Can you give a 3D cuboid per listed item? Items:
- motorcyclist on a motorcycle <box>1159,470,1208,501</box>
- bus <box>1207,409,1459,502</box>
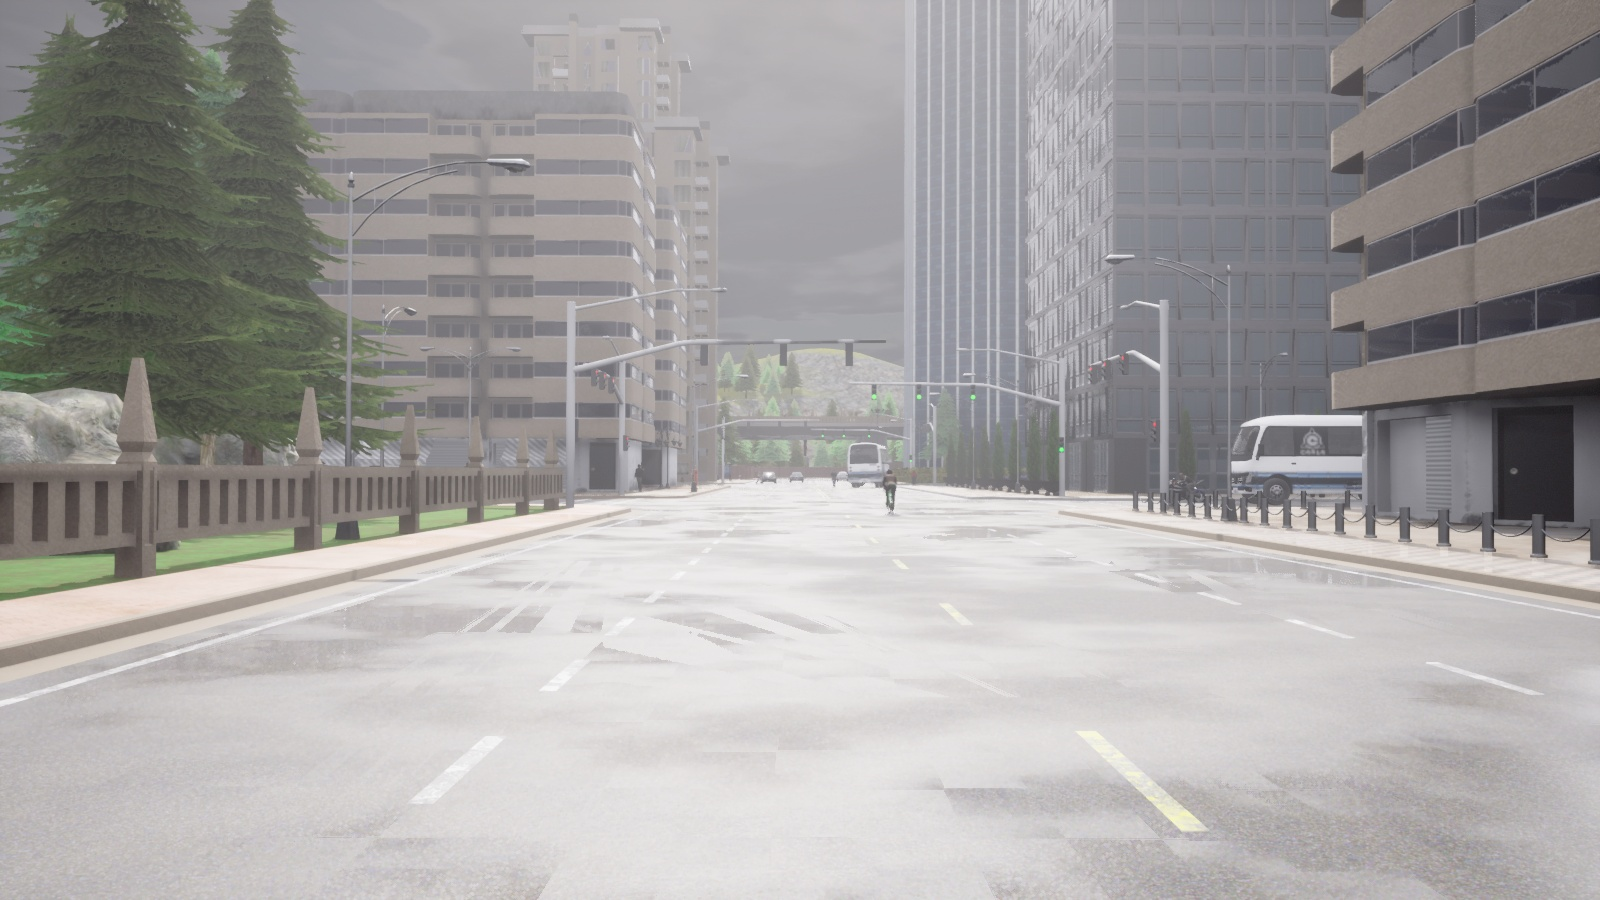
[{"bbox_3d":[19.262,1.773,63.053,2.191,1.530,0.866,0,-1,0],"label":"motorcyclist on a motorcycle"},{"bbox_3d":[25.076,0.280,59.561,10.273,4.253,3.944,0,-1,0],"label":"bus"}]
